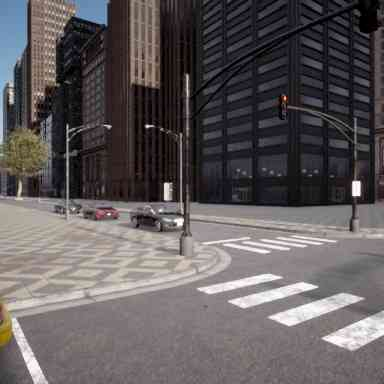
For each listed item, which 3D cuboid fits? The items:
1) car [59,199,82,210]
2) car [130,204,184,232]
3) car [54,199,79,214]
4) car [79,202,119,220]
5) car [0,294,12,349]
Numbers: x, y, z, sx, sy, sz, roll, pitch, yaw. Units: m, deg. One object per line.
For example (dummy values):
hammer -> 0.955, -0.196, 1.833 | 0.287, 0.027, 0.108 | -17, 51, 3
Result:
car -> -17.141, 1.713, 46.872 | 1.895, 1.301, 4.718 | 0, 0, -36
car -> -2.113, 1.534, 20.542 | 2.128, 1.511, 4.902 | 0, 0, -36
car -> -13.893, 1.597, 36.911 | 1.837, 1.490, 4.892 | 0, 0, -36
car -> -7.868, 1.630, 28.539 | 1.994, 1.385, 4.181 | 0, 0, -35
car -> -4.600, 1.525, 3.368 | 4.829, 1.417, 1.752 | 0, 0, -36
